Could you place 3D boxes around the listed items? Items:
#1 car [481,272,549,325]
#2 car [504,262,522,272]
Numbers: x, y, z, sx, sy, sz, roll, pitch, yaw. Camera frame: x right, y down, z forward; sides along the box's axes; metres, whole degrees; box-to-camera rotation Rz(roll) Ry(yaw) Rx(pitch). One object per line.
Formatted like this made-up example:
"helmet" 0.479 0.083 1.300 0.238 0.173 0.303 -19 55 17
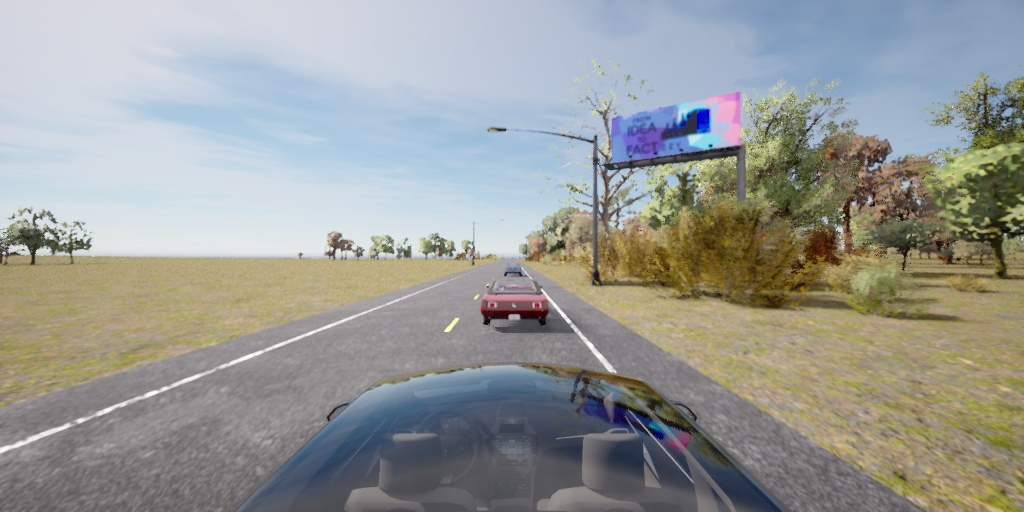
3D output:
"car" 0.083 1.372 11.951 1.895 1.301 4.718 0 0 0
"car" 0.103 1.373 38.450 2.033 1.411 5.357 0 0 0
